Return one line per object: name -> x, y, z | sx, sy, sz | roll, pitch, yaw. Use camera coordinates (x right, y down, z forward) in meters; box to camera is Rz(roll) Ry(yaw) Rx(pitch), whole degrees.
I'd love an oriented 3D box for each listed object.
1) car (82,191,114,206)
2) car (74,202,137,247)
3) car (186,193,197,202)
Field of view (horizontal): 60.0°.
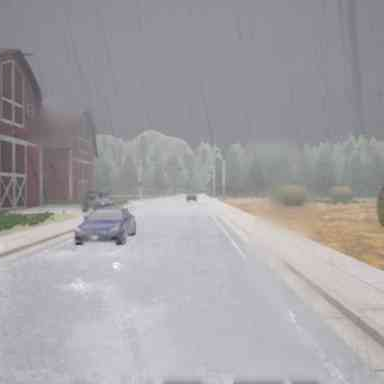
car -> -7.687, 0.900, 27.877 | 1.905, 1.878, 3.866 | 7, -3, -42
car -> -3.581, 1.397, 14.548 | 1.812, 1.442, 4.674 | 0, 0, 0
car -> -0.049, 0.987, 57.941 | 1.837, 1.490, 4.892 | 0, 0, 0
